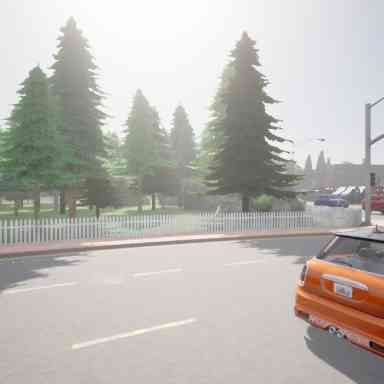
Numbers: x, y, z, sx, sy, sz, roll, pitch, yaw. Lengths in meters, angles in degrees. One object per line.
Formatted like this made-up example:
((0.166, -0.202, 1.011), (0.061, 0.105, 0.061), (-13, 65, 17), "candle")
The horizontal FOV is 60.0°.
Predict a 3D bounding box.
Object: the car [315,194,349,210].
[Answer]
((18.063, 1.277, 43.459), (2.150, 2.045, 5.566), (0, 0, -8), "car")

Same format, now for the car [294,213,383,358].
((3.966, 1.352, 5.453), (4.553, 1.767, 2.097), (0, 0, -26), "car")

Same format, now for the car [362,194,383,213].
((19.419, 1.277, 33.192), (2.150, 2.045, 5.566), (0, 0, -7), "car")
